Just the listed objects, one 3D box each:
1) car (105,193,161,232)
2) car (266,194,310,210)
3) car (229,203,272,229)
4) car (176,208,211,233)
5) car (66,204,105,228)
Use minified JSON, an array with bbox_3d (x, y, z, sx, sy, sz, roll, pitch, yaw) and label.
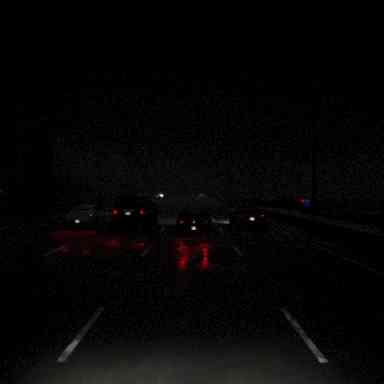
[{"bbox_3d":[-3.400,1.234,20.356,2.150,2.045,5.566,0,0,0],"label":"car"},{"bbox_3d":[12.180,1.249,42.535,2.150,2.045,5.566,0,0,-44],"label":"car"},{"bbox_3d":[3.601,1.577,21.924,1.994,1.385,4.181,0,0,0],"label":"car"},{"bbox_3d":[0.100,1.613,19.754,1.895,1.301,4.718,0,0,0],"label":"car"},{"bbox_3d":[-6.899,1.539,22.333,1.812,1.442,4.674,0,0,0],"label":"car"}]
